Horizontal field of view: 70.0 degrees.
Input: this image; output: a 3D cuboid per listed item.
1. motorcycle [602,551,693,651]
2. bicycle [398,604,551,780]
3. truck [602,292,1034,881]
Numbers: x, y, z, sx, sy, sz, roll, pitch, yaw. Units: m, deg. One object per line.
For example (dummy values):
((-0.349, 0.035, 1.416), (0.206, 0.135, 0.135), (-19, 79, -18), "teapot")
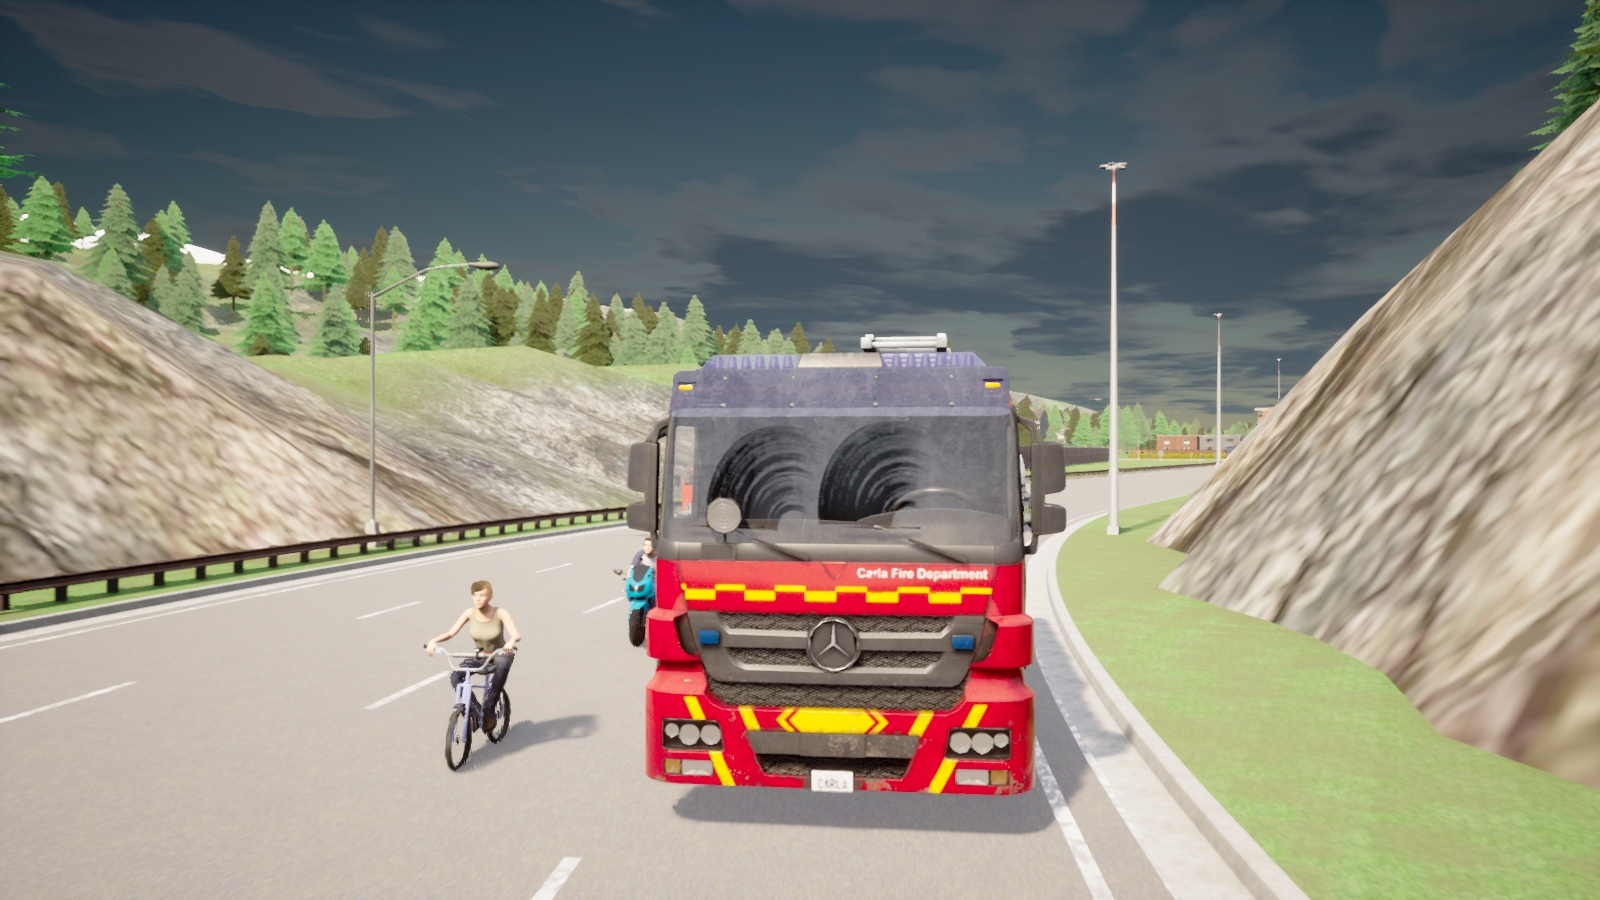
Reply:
((-2.214, 2.186, 16.885), (0.803, 1.199, 2.033), (0, 0, 8), "motorcycle")
((-2.935, 2.157, 10.452), (0.859, 1.277, 1.487), (0, 0, 6), "bicycle")
((0.619, 0.890, 11.806), (2.891, 3.827, 8.468), (0, 0, 7), "truck")
